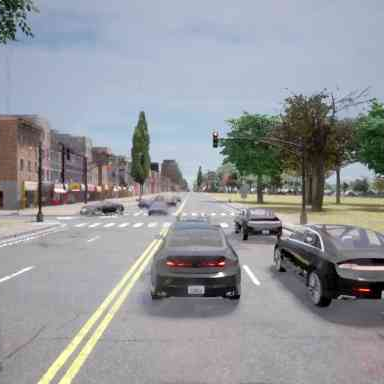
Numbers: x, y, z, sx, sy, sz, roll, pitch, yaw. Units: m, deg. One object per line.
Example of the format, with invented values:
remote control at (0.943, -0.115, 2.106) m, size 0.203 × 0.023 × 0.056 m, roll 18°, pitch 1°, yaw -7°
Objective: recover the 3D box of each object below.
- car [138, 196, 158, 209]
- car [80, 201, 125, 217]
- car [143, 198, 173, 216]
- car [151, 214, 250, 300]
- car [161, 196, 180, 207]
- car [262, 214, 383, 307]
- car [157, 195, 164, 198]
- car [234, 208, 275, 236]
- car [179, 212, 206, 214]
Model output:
car at (-6.592, 1.628, 48.351) m, size 2.033 × 1.411 × 5.357 m, roll 0°, pitch 0°, yaw 0°
car at (-8.925, 1.642, 33.512) m, size 2.128 × 1.511 × 4.902 m, roll 0°, pitch 0°, yaw 32°
car at (-3.347, 1.682, 34.111) m, size 2.033 × 1.411 × 5.357 m, roll 0°, pitch 0°, yaw 0°
car at (0.082, 1.531, 8.428) m, size 1.837 × 1.490 × 4.892 m, roll 0°, pitch 0°, yaw 0°
car at (-3.340, 1.653, 52.141) m, size 1.895 × 1.301 × 4.718 m, roll 0°, pitch 0°, yaw 0°
car at (3.331, 1.515, 7.986) m, size 2.128 × 1.511 × 4.902 m, roll 0°, pitch 0°, yaw 0°
car at (-6.508, 1.417, 68.039) m, size 1.837 × 1.490 × 4.892 m, roll 0°, pitch 0°, yaw 0°
car at (3.299, 1.576, 17.196) m, size 2.128 × 1.511 × 4.902 m, roll 0°, pitch 0°, yaw 0°
car at (0.053, 1.689, 17.733) m, size 1.895 × 1.301 × 4.718 m, roll 0°, pitch 0°, yaw 0°
